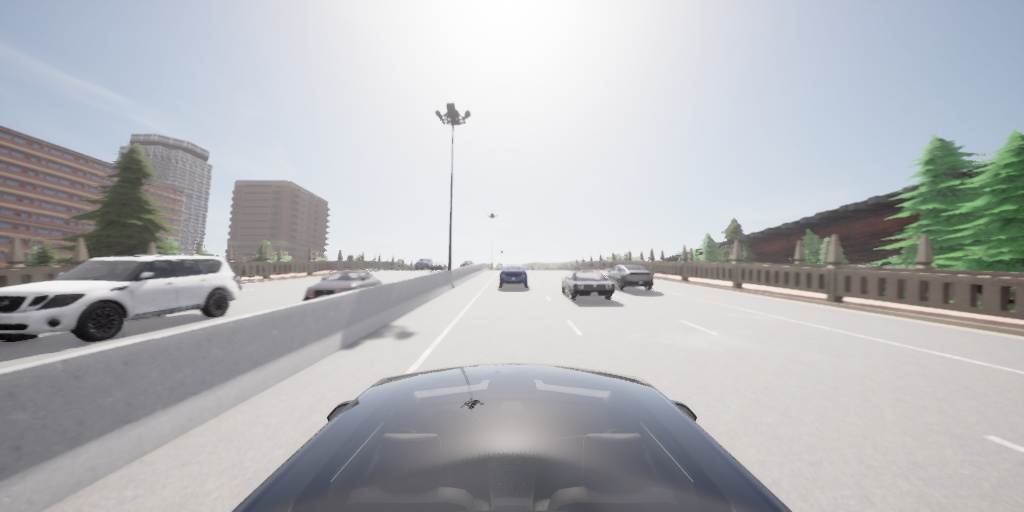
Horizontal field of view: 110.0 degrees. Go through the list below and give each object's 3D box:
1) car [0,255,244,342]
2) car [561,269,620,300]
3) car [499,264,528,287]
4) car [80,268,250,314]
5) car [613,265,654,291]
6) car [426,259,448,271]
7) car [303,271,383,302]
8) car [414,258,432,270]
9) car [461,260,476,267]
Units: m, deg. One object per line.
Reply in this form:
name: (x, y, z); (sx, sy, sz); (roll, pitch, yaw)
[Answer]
car: (-10.599, 0.980, 10.148); (2.150, 2.045, 5.566); (0, 0, 0)
car: (3.587, 1.380, 17.825); (1.895, 1.301, 4.718); (0, 0, 0)
car: (0.094, 1.273, 24.712); (1.882, 1.535, 5.008); (0, 0, 0)
car: (-14.100, 1.319, 15.220); (2.033, 1.411, 5.357); (0, 0, 0)
car: (7.093, 1.282, 22.135); (2.128, 1.511, 4.902); (0, 0, 0)
car: (-10.557, 1.499, 52.028); (1.895, 1.301, 4.718); (0, -1, 1)
car: (-7.097, 1.336, 15.556); (1.994, 1.385, 4.181); (0, 0, 0)
car: (-14.033, 1.308, 57.960); (2.150, 2.045, 5.566); (0, -3, 1)
car: (-7.035, 1.454, 58.232); (2.097, 1.767, 4.553); (0, -3, 1)
